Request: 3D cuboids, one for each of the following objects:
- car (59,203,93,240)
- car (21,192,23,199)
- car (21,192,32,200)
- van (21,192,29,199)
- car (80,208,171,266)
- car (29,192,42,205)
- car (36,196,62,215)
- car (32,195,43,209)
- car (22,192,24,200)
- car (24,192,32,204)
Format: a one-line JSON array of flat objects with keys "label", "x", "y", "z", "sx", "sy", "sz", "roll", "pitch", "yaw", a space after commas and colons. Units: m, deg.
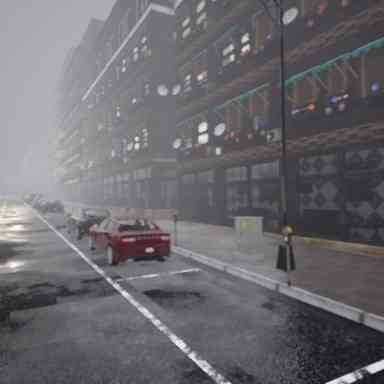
[{"label": "car", "x": -4.885, "y": 1.416, "z": 15.957, "sx": 2.008, "sy": 1.369, "sz": 4.403, "roll": 1, "pitch": 0, "yaw": -29}, {"label": "car", "x": -34.111, "y": 1.159, "z": 69.318, "sx": 1.802, "sy": 1.307, "sz": 4.206, "roll": 1, "pitch": 0, "yaw": -29}, {"label": "car", "x": -39.416, "y": 0.863, "z": 79.025, "sx": 2.192, "sy": 1.841, "sz": 5.009, "roll": 1, "pitch": 0, "yaw": -29}, {"label": "van", "x": -42.071, "y": 0.877, "z": 83.878, "sx": 1.690, "sy": 1.788, "sz": 3.998, "roll": 1, "pitch": 0, "yaw": -29}, {"label": "car", "x": -2.230, "y": 1.447, "z": 11.104, "sx": 1.887, "sy": 1.381, "sz": 4.507, "roll": 1, "pitch": 0, "yaw": -29}, {"label": "car", "x": -18.146, "y": 1.151, "z": 40.222, "sx": 1.967, "sy": 1.590, "sz": 4.097, "roll": 1, "pitch": 0, "yaw": -29}, {"label": "car", "x": -12.846, "y": 1.312, "z": 30.514, "sx": 1.887, "sy": 1.381, "sz": 4.507, "roll": 1, "pitch": 0, "yaw": -29}, {"label": "car", "x": -15.500, "y": 1.283, "z": 35.365, "sx": 1.887, "sy": 1.381, "sz": 4.507, "roll": 1, "pitch": 0, "yaw": -29}, {"label": "car", "x": -28.800, "y": 1.054, "z": 59.613, "sx": 1.967, "sy": 1.590, "sz": 4.097, "roll": 1, "pitch": 0, "yaw": -29}, {"label": "car", "x": -23.489, "y": 0.974, "z": 49.908, "sx": 2.192, "sy": 1.841, "sz": 5.009, "roll": 1, "pitch": 0, "yaw": -29}]
